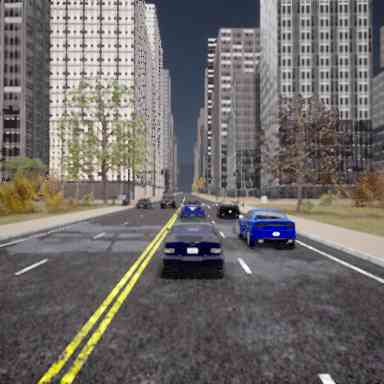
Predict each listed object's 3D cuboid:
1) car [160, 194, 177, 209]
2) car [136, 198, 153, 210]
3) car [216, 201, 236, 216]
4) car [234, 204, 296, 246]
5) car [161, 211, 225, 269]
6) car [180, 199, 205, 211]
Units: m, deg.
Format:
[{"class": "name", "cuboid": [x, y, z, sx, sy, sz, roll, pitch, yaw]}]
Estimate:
[{"class": "car", "cuboid": [-3.319, 1.347, 47.564, 2.150, 2.045, 5.566, 0, 0, 0]}, {"class": "car", "cuboid": [-6.575, 1.627, 46.197, 1.837, 1.490, 4.892, 0, -1, 0]}, {"class": "car", "cuboid": [3.324, 1.567, 31.407, 1.882, 1.535, 5.008, 0, 0, 0]}, {"class": "car", "cuboid": [3.321, 1.526, 15.503, 1.882, 1.535, 5.008, 0, -1, 0]}, {"class": "car", "cuboid": [0.039, 1.583, 11.182, 2.033, 1.411, 5.357, 0, 0, 1]}, {"class": "car", "cuboid": [0.063, 1.436, 29.660, 2.097, 1.767, 4.553, 0, 0, 0]}]
